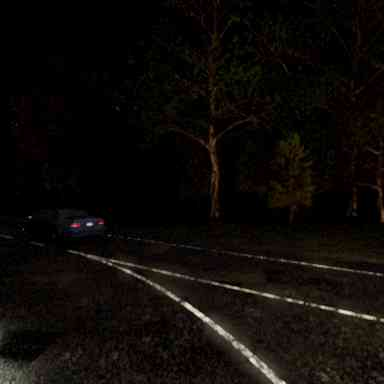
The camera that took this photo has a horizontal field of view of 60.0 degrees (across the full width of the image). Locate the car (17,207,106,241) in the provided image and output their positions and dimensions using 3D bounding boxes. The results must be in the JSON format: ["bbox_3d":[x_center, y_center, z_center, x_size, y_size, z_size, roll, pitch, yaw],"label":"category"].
[{"bbox_3d":[-6.314,1.423,15.871,5.357,1.411,2.033,0,0,40],"label":"car"}]
